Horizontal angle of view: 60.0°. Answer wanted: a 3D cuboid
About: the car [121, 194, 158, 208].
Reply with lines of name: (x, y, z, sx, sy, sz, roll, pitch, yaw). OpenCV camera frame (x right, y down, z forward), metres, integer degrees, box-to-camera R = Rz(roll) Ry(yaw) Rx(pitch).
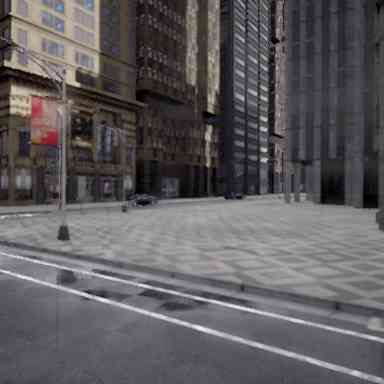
car: (-6.049, 1.000, 38.833, 2.128, 1.511, 4.902, 0, 1, 36)

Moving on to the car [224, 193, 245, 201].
car: (7.354, 0.805, 57.414, 1.895, 1.301, 4.718, 0, 1, 36)
